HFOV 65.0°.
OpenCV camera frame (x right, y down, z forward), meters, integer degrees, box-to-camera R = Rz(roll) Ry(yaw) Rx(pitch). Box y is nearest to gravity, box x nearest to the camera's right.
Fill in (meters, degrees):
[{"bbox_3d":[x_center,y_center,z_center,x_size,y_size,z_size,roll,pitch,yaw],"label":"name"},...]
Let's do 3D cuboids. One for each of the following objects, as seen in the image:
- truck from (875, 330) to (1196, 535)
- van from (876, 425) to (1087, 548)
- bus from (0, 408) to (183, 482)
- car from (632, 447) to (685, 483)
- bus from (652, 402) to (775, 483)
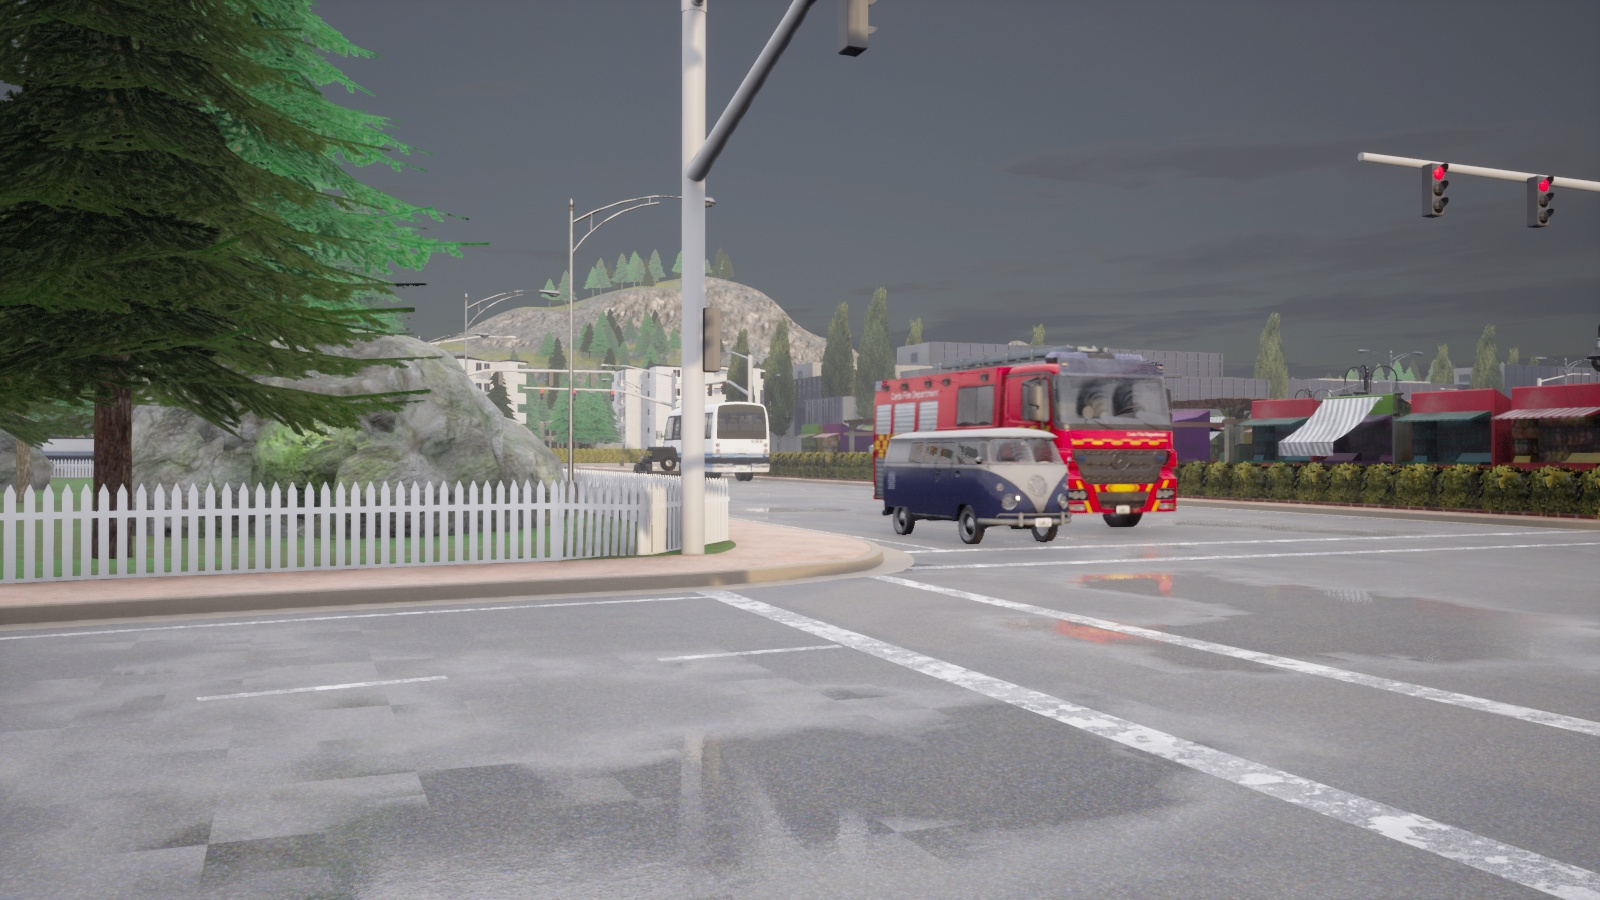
[{"bbox_3d":[4.801,-0.306,27.920,2.891,3.827,8.468,0,0,-22],"label":"truck"},{"bbox_3d":[3.138,0.603,22.691,1.775,1.987,4.442,0,0,-22],"label":"van"},{"bbox_3d":[-42.870,-0.301,75.260,10.273,4.253,3.944,0,0,-21],"label":"bus"},{"bbox_3d":[-7.748,0.780,68.369,1.905,1.878,3.866,0,0,-22],"label":"car"},{"bbox_3d":[-5.085,-0.391,71.120,3.944,4.253,10.273,0,0,-22],"label":"bus"}]
